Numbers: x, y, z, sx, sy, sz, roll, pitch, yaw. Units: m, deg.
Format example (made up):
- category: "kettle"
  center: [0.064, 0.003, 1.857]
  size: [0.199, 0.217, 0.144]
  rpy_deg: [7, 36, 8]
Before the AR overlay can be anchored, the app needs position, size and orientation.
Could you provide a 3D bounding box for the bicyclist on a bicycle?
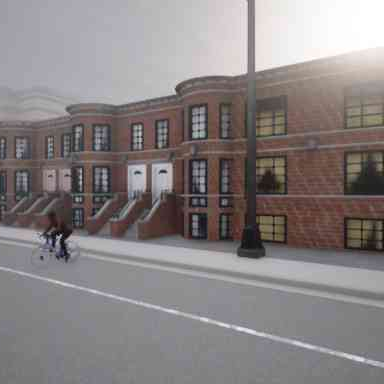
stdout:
- category: "bicyclist on a bicycle"
  center: [-4.101, 1.431, 10.061]
  size: [0.582, 1.620, 1.656]
  rpy_deg: [0, 0, 34]
